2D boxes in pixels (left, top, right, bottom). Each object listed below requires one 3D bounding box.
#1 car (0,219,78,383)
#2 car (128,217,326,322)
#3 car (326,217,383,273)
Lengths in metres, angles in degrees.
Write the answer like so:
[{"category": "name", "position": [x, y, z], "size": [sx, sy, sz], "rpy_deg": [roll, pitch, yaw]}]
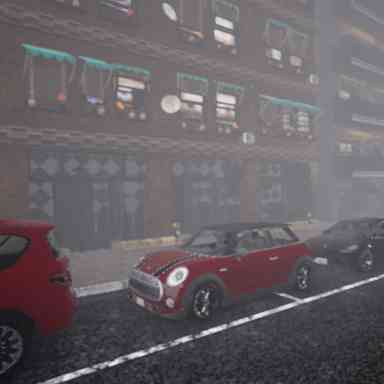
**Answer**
[{"category": "car", "position": [-3.910, 1.324, 3.788], "size": [5.009, 1.841, 2.192], "rpy_deg": [-1, 0, -35]}, {"category": "car", "position": [0.702, 1.407, 7.076], "size": [4.097, 1.590, 1.967], "rpy_deg": [-1, 0, -35]}, {"category": "car", "position": [5.314, 1.492, 10.365], "size": [4.313, 1.339, 1.947], "rpy_deg": [-1, 0, -35]}]
